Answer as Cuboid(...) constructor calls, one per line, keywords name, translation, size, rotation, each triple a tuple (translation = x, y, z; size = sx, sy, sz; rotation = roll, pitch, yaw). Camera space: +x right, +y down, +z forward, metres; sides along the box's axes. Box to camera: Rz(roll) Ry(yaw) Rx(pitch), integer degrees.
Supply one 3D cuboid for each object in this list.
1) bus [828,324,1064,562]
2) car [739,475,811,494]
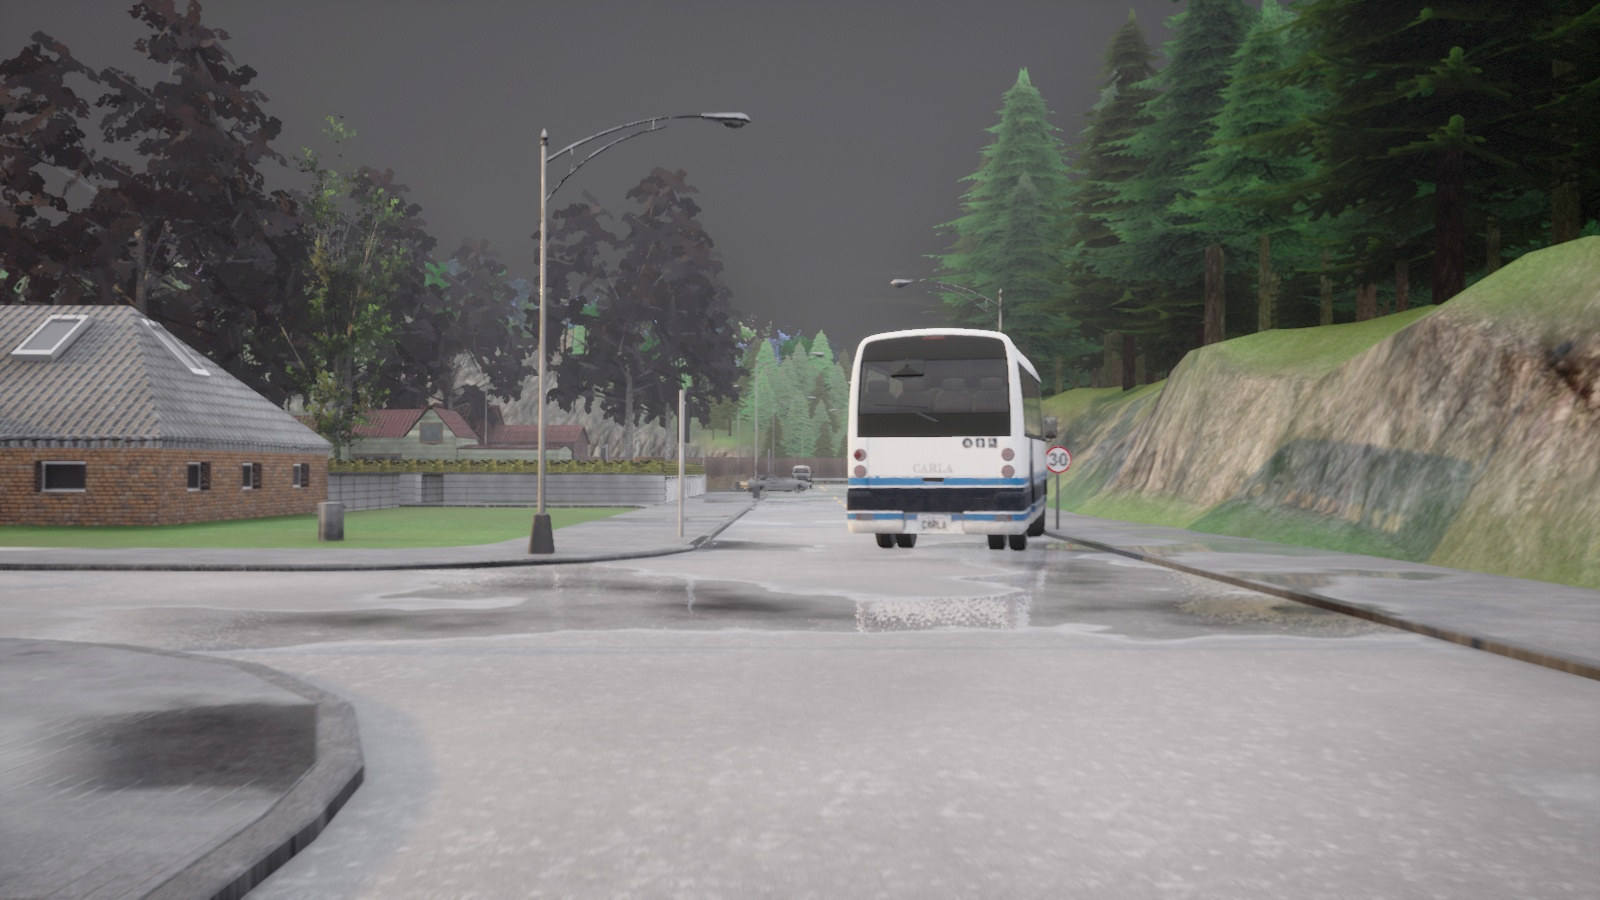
Cuboid(name="bus", translation=(3.665, -0.093, 27.916), size=(3.944, 4.253, 10.273), rotation=(-1, 0, 14))
Cuboid(name="car", translation=(-1.781, 2.410, 88.876), size=(4.718, 1.301, 1.895), rotation=(0, -1, -24))
